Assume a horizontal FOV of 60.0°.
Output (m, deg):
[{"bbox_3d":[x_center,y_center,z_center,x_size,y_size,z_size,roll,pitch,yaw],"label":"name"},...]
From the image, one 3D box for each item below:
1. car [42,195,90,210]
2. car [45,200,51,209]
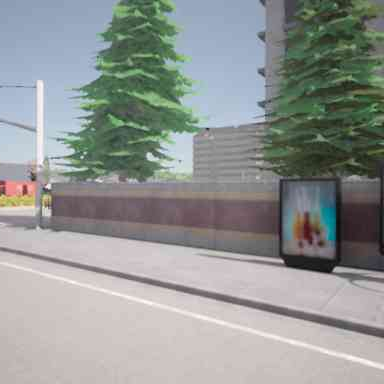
[{"bbox_3d":[-14.250,1.167,37.829,1.837,1.490,4.892,1,0,35],"label":"car"},{"bbox_3d":[-12.089,1.239,34.821,2.033,1.411,5.357,1,0,35],"label":"car"}]
